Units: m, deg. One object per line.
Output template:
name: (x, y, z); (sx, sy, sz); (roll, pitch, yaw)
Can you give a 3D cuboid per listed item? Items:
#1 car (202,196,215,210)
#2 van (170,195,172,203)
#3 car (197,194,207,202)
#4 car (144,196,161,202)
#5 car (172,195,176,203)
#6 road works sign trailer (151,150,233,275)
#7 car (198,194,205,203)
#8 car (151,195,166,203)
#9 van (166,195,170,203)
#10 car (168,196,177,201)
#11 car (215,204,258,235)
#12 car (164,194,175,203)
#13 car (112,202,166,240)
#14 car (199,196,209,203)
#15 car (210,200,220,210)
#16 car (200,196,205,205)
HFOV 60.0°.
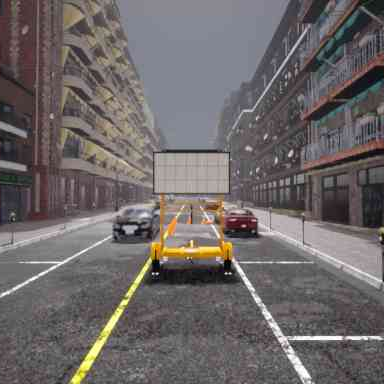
car: (2.586, 1.614, 40.934); (1.887, 1.381, 4.507); (1, 0, 0)
van: (-5.288, 1.481, 63.121); (1.690, 1.788, 3.998); (1, 0, 0)
car: (2.559, 1.551, 85.182); (2.192, 1.841, 5.009); (1, 0, 0)
car: (-5.293, 1.594, 40.828); (1.752, 1.417, 4.829); (2, 0, 0)
car: (-5.287, 1.501, 74.181); (2.192, 1.841, 5.009); (1, 0, 0)
road works sign trailer: (-0.009, 0.473, 10.485); (2.380, 3.560, 2.880); (0, 0, 0)
car: (2.588, 1.684, 63.058); (1.887, 1.381, 4.507); (1, 0, 0)
car: (-5.287, 1.399, 46.530); (2.192, 1.841, 5.009); (2, 0, 0)
van: (-5.288, 1.460, 57.589); (1.690, 1.788, 3.998); (2, 0, 0)
car: (-5.293, 1.830, 90.773); (1.947, 1.339, 4.313); (1, 0, 0)
car: (2.586, 1.565, 18.812); (1.887, 1.381, 4.507); (1, 0, 0)
car: (-5.287, 1.526, 79.711); (2.192, 1.841, 5.009); (1, 0, 0)
car: (-2.750, 1.509, 17.138); (2.128, 1.511, 4.902); (0, 0, 0)
car: (2.598, 1.626, 74.120); (1.967, 1.590, 4.097); (1, 0, 0)
car: (2.586, 1.555, 24.514); (1.752, 1.417, 4.829); (1, 0, 0)
car: (2.586, 1.635, 46.466); (2.008, 1.369, 4.403); (1, 0, 0)
